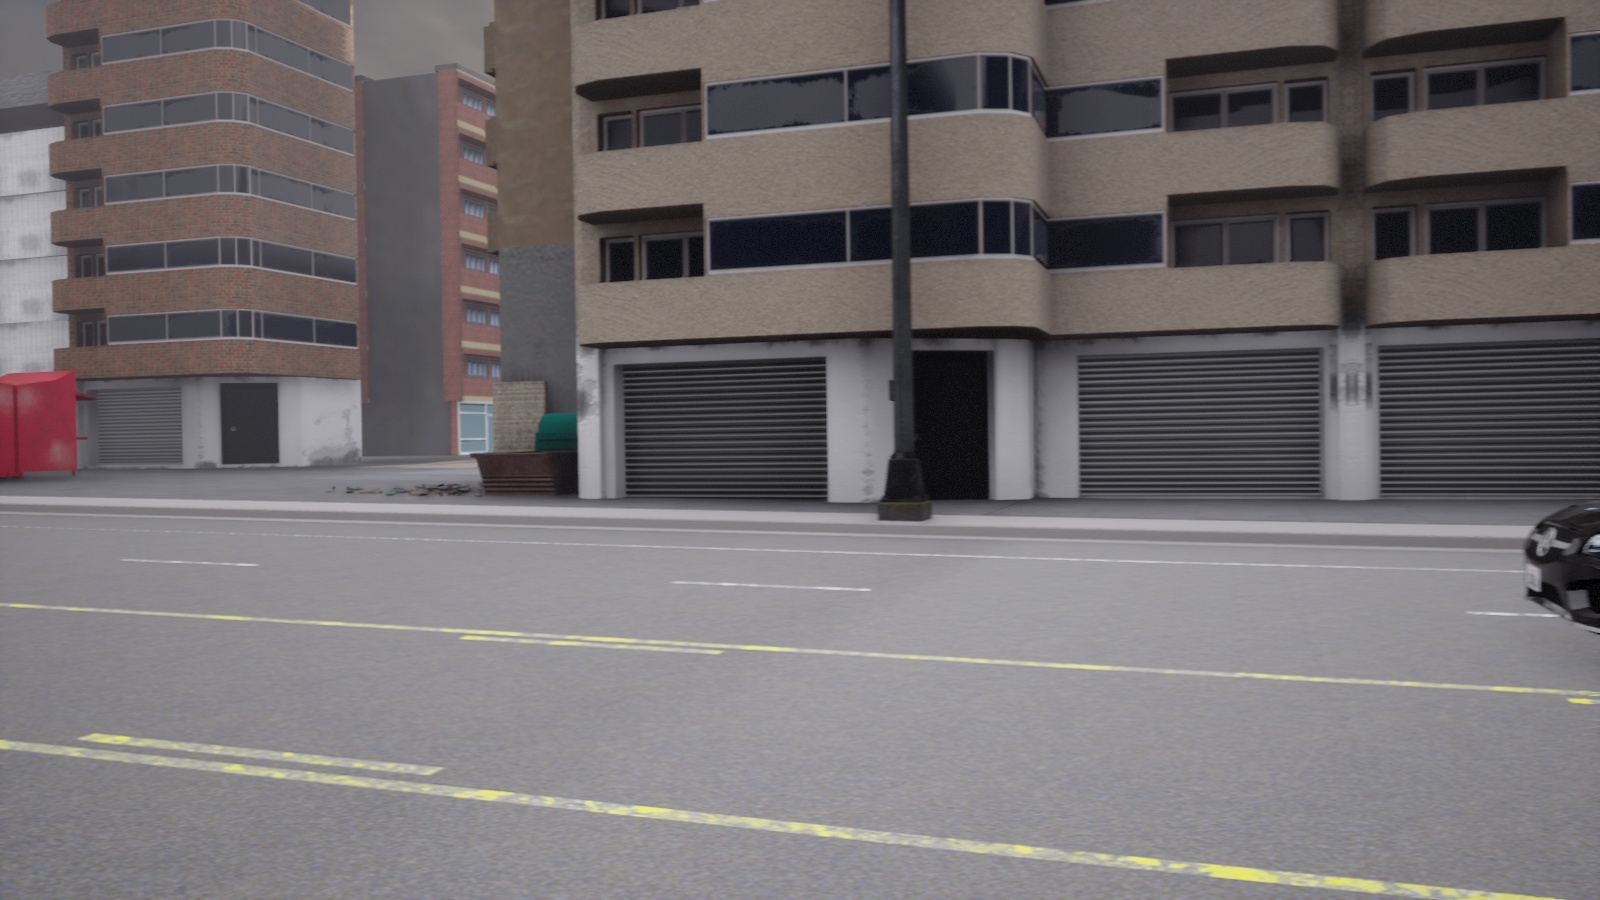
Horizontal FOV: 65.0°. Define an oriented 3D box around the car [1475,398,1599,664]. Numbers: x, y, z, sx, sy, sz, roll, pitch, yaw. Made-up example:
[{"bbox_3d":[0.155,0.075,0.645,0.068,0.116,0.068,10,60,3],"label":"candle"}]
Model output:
[{"bbox_3d":[7.376,0.495,8.093,5.027,1.651,2.152,0,1,19],"label":"car"}]
